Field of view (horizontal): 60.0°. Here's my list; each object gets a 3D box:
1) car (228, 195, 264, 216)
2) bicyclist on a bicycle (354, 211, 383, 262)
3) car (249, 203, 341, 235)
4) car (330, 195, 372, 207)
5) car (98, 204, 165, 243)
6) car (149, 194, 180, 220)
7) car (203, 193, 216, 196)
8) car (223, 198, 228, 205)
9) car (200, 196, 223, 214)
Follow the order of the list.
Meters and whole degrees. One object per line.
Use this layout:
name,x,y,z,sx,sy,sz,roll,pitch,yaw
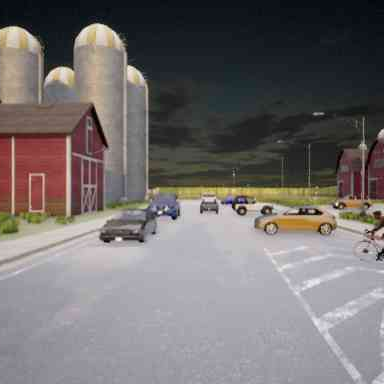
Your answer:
car,5.661,1.266,31.340,3.866,1.878,1.905,0,0,4
bicyclist on a bicycle,5.847,1.402,10.170,1.656,1.620,0.582,0,-1,37
car,5.441,1.480,17.848,4.193,1.474,1.816,0,0,4
car,19.488,1.253,40.739,4.605,1.855,1.932,0,0,4
car,-2.829,1.522,16.118,2.033,1.411,5.357,0,0,3
car,-2.201,1.180,27.591,2.150,2.045,5.566,0,0,3
car,2.396,1.151,46.283,2.150,2.045,5.566,0,0,4
car,7.075,1.397,55.505,4.611,1.667,2.242,0,0,4
car,1.825,1.439,34.897,2.128,1.511,4.902,0,0,3
